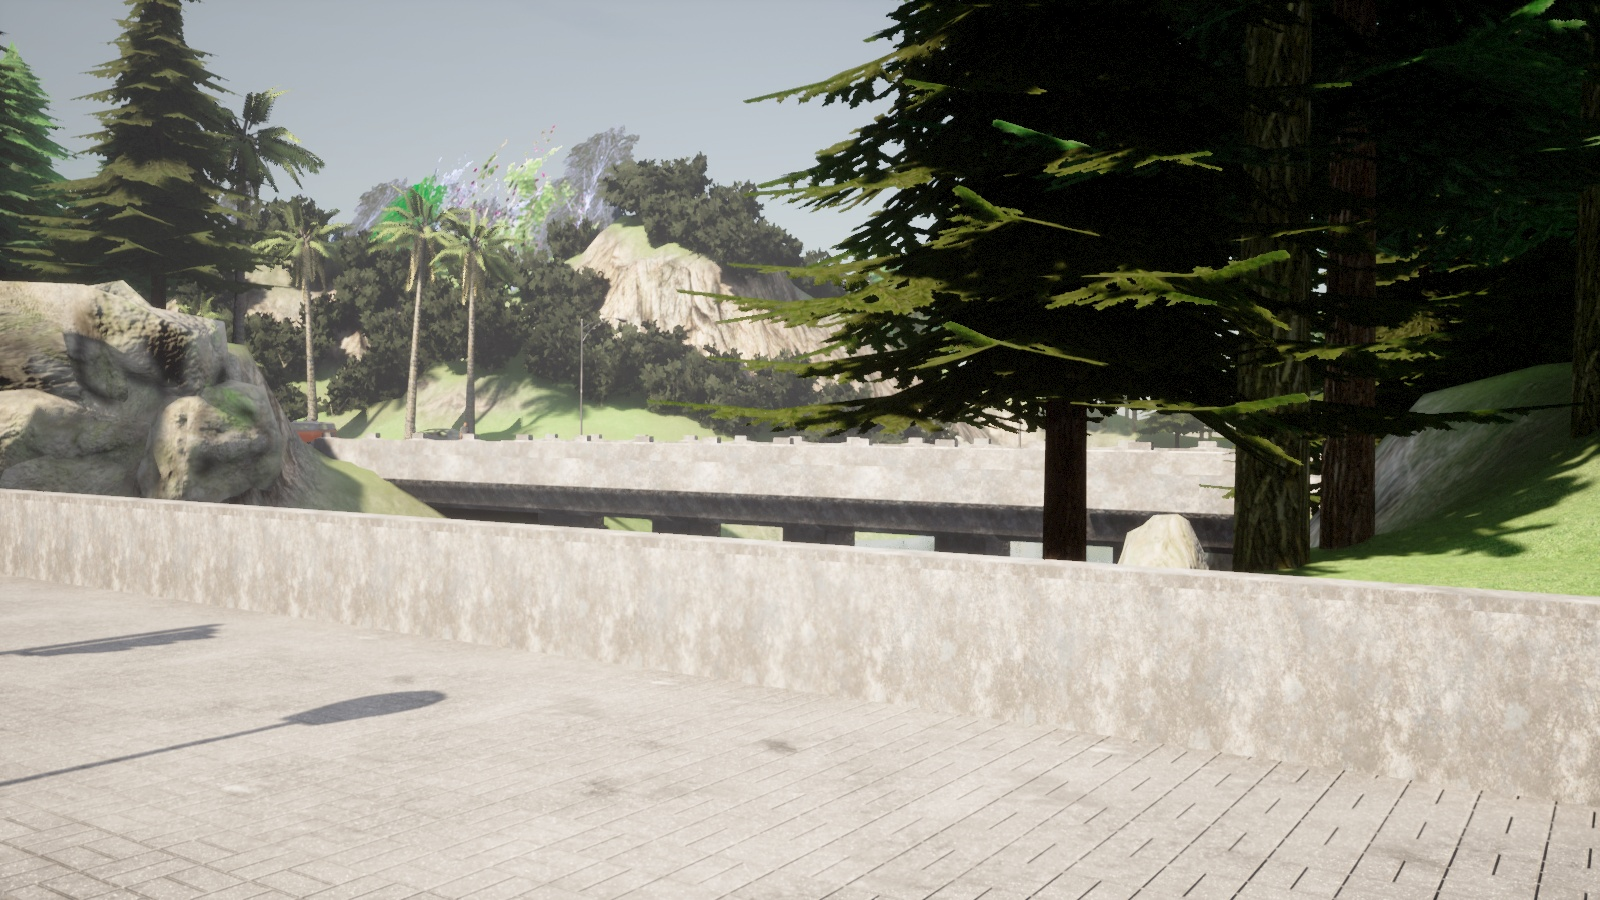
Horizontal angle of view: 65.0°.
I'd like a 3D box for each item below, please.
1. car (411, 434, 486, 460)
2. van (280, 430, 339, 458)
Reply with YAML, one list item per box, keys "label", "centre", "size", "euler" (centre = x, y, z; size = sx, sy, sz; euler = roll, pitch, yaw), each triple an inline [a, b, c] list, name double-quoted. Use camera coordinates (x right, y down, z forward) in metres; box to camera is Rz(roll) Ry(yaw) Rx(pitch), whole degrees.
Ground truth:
- label: "car"
  centre: [-21.875, -0.200, 78.165]
  size: [4.514, 1.525, 2.007]
  euler: [0, 1, 34]
- label: "van"
  centre: [-36.139, -0.461, 92.418]
  size: [4.442, 1.987, 1.775]
  euler: [0, 1, 34]
